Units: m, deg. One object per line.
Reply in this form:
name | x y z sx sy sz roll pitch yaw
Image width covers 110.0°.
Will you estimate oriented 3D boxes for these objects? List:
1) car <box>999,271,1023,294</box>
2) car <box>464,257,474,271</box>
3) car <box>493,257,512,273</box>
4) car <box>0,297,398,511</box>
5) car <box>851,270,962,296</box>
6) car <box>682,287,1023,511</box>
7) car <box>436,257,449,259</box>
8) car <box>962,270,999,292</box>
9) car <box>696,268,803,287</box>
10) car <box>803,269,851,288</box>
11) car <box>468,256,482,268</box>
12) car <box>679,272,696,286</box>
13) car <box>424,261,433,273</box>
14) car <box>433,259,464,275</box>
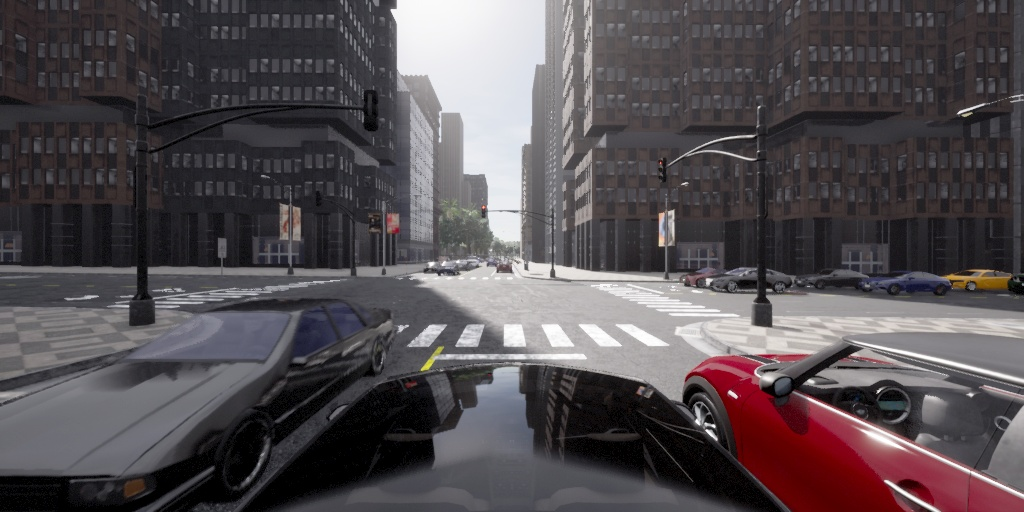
car | 35.149 1.506 22.647 5.566 2.045 2.150 1 0 -1
car | -6.853 1.261 48.899 2.128 1.511 4.902 0 0 -1
car | -0.920 1.197 43.559 1.967 1.591 4.097 0 0 -1
car | -3.100 1.298 4.657 2.033 1.411 5.357 0 0 0
car | 24.620 1.657 22.504 4.674 1.442 1.812 1 0 -1
car | 2.761 1.190 2.195 1.967 1.591 4.097 0 0 0
car | -9.520 1.084 48.868 2.192 1.841 5.009 0 0 -1
car | 33.577 1.735 25.878 5.008 1.535 1.882 1 0 -1
car | 14.681 1.478 22.385 4.902 1.511 2.128 1 0 -1
car | 22.955 1.629 25.744 4.674 1.442 1.812 1 0 -1
car | -7.024 1.019 62.700 2.150 2.045 5.566 0 0 -1
car | 14.265 1.541 25.627 4.181 1.385 1.994 1 0 0
car | -9.445 1.323 43.443 1.948 1.339 4.313 0 0 -1
car | -6.698 1.294 38.352 2.033 1.411 5.357 0 0 -1
